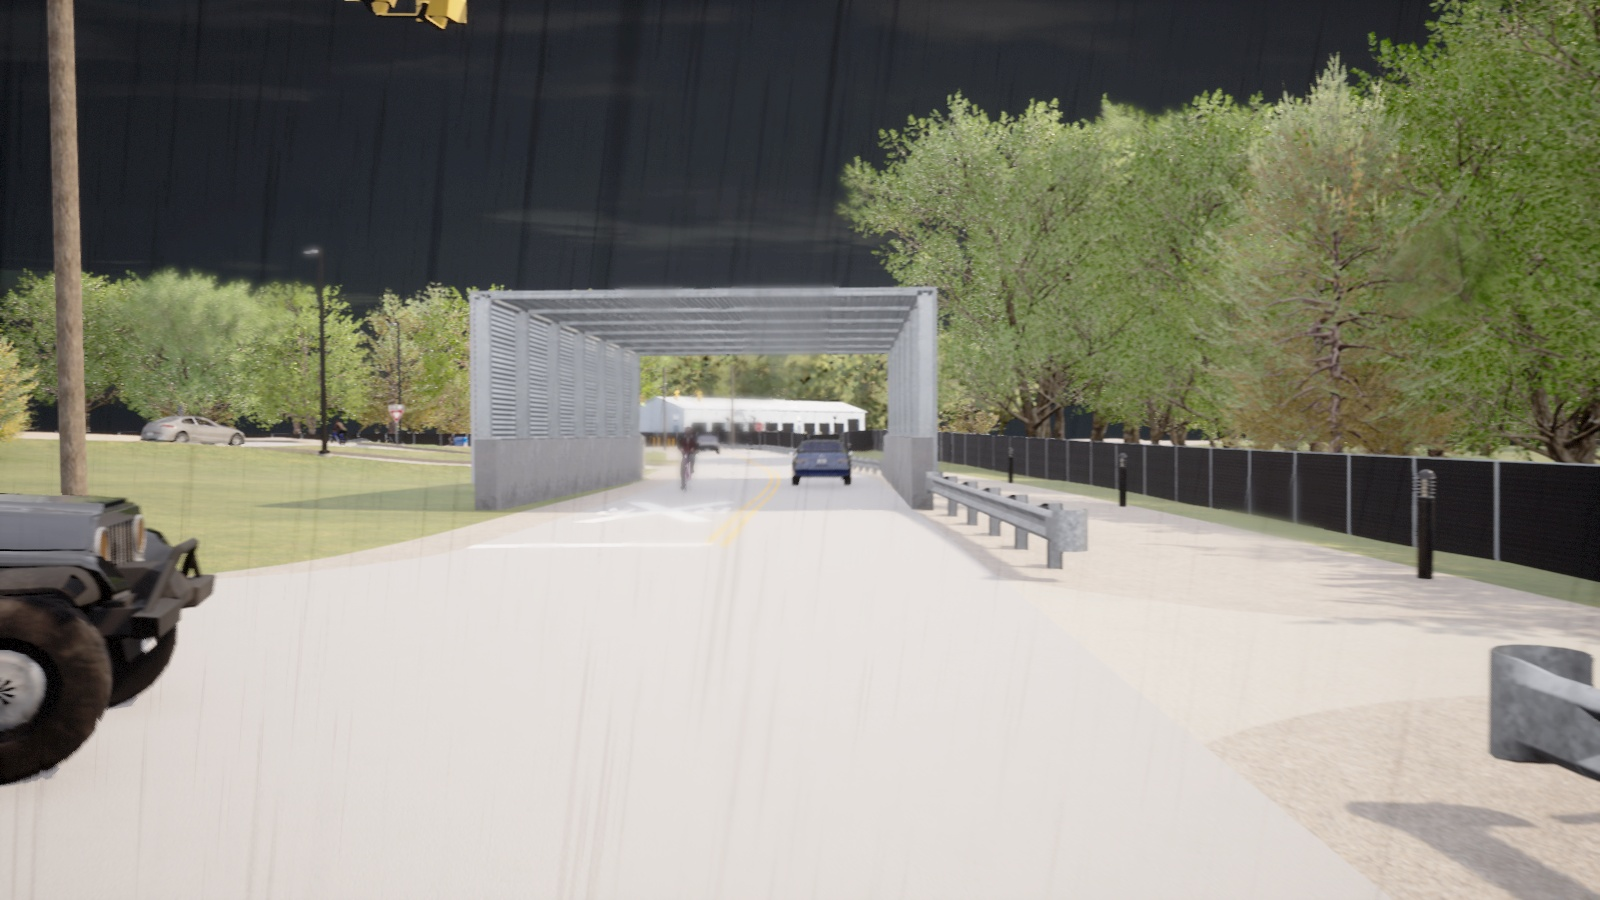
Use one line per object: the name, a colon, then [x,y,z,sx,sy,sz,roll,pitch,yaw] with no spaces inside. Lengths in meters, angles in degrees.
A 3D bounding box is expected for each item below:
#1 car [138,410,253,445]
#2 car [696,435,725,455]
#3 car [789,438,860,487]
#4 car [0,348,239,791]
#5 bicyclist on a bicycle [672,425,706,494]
car: [-30.624,-1.109,63.769,2.152,1.651,5.027,1,-1,25]
car: [-6.577,-0.391,92.041,2.033,1.411,5.357,0,1,-5]
car: [0.732,0.329,38.929,2.033,1.411,5.357,0,1,1]
car: [-4.862,0.513,5.851,3.866,1.878,1.905,-1,2,-17]
bicyclist on a bicycle: [-2.912,0.240,33.171,0.659,1.776,1.843,0,1,2]
